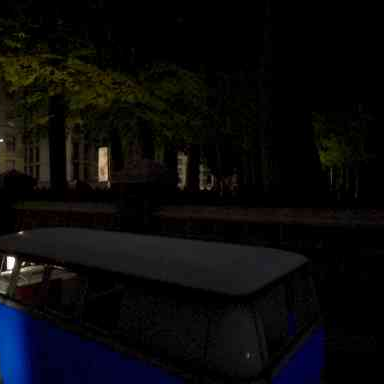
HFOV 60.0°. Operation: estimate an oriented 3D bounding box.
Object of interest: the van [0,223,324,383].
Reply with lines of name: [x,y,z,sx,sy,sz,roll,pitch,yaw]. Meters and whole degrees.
van: [-0.749,1.341,3.395,3.998,1.788,1.690,0,0,36]
